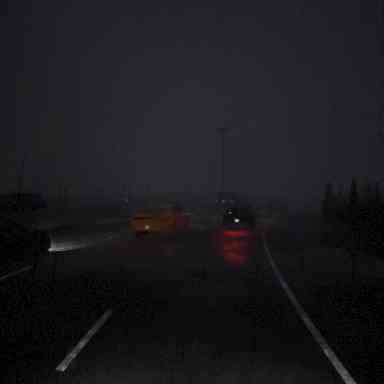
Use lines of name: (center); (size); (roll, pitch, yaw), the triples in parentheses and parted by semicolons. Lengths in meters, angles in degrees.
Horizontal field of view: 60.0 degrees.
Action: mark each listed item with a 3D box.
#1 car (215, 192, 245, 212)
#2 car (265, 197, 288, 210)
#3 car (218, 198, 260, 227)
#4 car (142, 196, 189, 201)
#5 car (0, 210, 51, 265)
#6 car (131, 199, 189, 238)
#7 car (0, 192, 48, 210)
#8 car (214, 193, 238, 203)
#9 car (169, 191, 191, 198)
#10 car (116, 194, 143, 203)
car: (4.101, 0.990, 34.576); (2.150, 2.045, 5.566); (0, 0, 23)
car: (9.689, 1.268, 38.062); (1.812, 1.442, 4.674); (0, 0, 27)
car: (3.190, 1.358, 21.384); (1.837, 1.490, 4.892); (0, 0, 15)
car: (-2.116, 1.332, 27.987); (1.812, 1.442, 4.674); (0, 0, 18)
car: (-6.118, 1.473, 10.030); (1.994, 1.385, 4.181); (0, 0, 7)
car: (-1.483, 1.354, 16.906); (1.882, 1.535, 5.008); (0, 0, 11)
car: (-11.544, 1.054, 21.017); (2.150, 2.045, 5.566); (0, 0, 13)
car: (5.991, 1.005, 58.677); (2.097, 1.767, 4.553); (0, 0, 37)
car: (-2.178, 0.906, 52.967); (2.150, 2.045, 5.566); (0, 0, 32)
car: (-8.880, 1.060, 48.173); (2.097, 1.767, 4.553); (0, 0, 28)
